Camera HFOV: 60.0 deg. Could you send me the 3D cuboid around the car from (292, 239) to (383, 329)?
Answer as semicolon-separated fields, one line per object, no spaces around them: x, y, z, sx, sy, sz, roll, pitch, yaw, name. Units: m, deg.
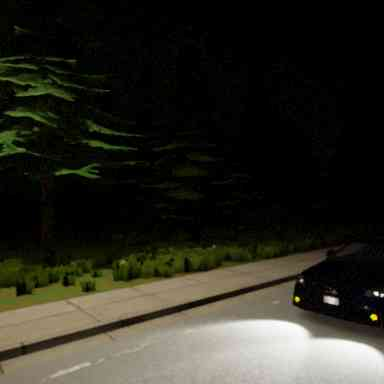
4.025;1.735;7.150;4.181;1.385;1.994;0;-3;-38;car
